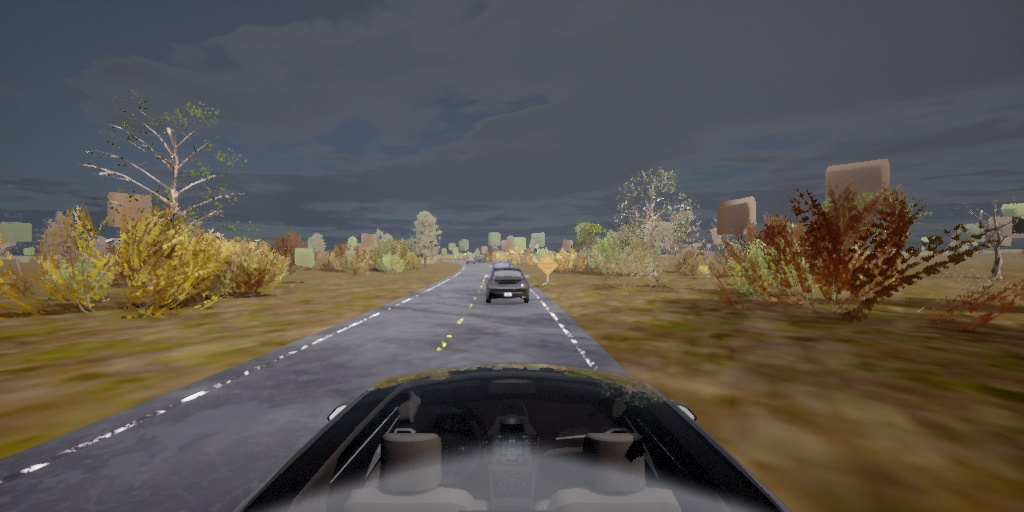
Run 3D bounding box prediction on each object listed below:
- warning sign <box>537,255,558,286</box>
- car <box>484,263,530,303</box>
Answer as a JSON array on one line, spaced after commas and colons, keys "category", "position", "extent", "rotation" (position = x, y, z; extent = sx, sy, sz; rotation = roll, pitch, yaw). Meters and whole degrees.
[{"category": "warning sign", "position": [2.215, 0.864, 22.311], "extent": [1.300, 1.860, 1.060], "rotation": [0, 0, -2]}, {"category": "car", "position": [-0.230, 1.266, 16.562], "extent": [1.837, 1.490, 4.892], "rotation": [0, 0, -2]}]
